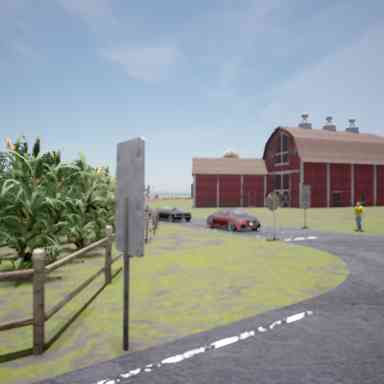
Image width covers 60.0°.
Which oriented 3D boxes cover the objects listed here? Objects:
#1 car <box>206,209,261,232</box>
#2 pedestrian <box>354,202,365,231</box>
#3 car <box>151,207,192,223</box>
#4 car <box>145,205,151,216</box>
[{"bbox_3d":[2.716,1.830,22.372,1.994,1.385,4.181,1,-1,-29],"label":"car"},{"bbox_3d":[10.471,1.518,20.820,0.375,1.860,0.375,0,0,-32],"label":"pedestrian"},{"bbox_3d":[-1.764,2.021,30.383,1.895,1.301,4.718,1,-1,-28],"label":"car"},{"bbox_3d":[-6.088,2.146,39.137,1.994,1.385,4.181,1,-1,-25],"label":"car"}]
